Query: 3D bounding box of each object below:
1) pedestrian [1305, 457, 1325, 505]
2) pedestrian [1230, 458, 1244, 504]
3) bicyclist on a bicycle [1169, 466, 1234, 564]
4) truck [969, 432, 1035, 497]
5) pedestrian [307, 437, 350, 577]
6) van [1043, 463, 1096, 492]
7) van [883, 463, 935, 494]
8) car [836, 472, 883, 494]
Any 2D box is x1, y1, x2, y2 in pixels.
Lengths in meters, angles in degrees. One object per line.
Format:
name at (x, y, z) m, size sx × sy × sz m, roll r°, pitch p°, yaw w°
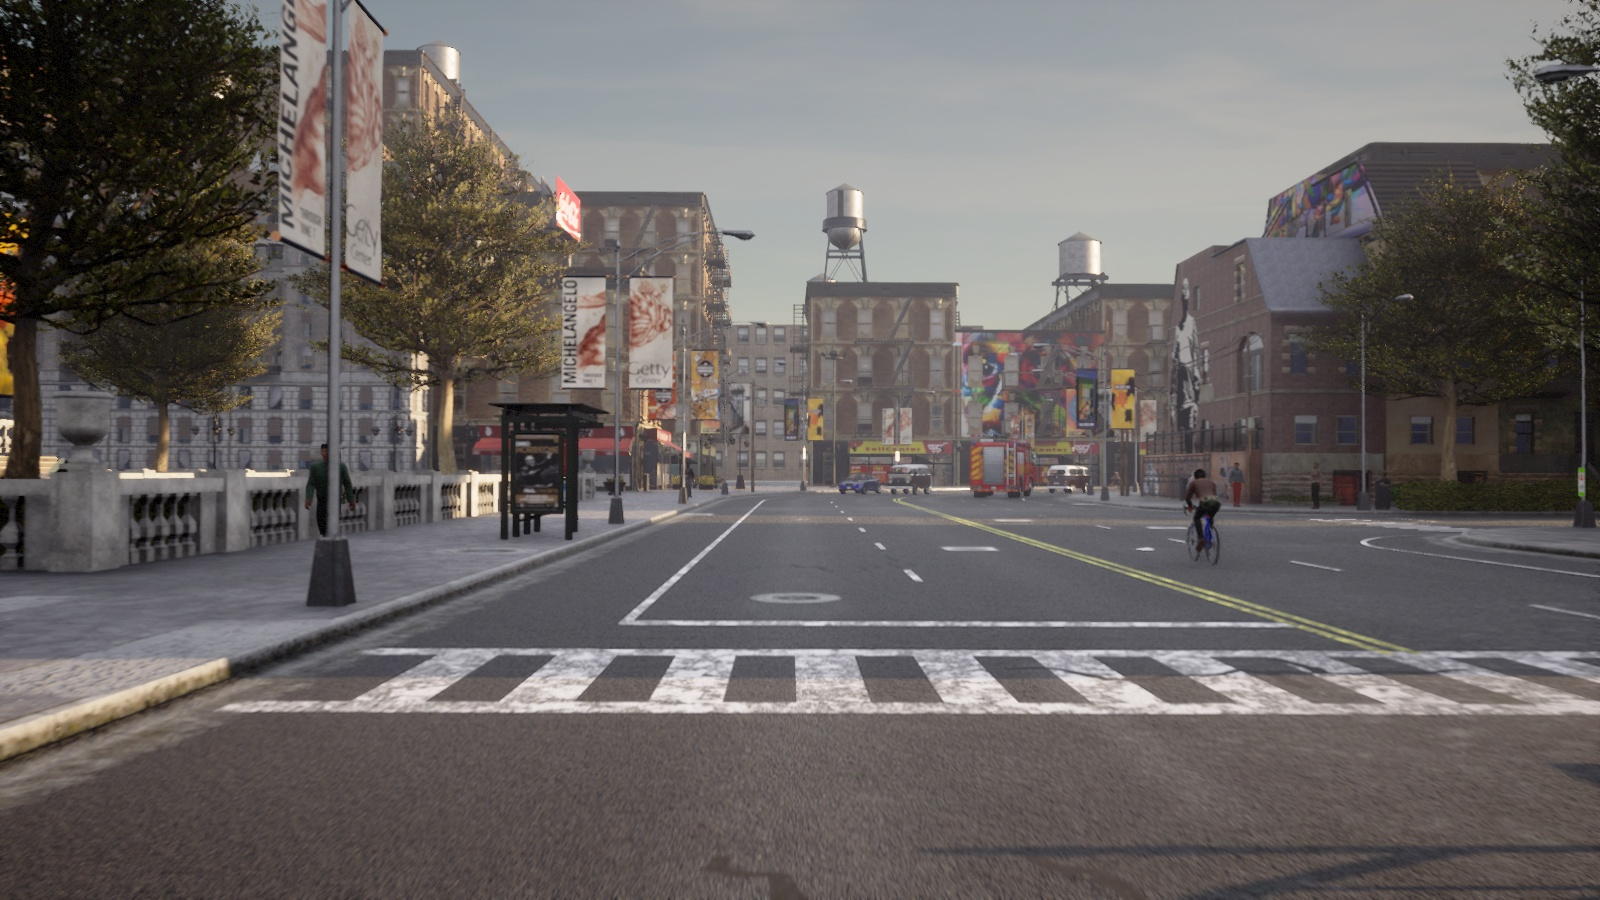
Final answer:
pedestrian at (20.001, 1.204, 48.783) m, size 0.634 × 1.846 × 0.331 m, roll 0°, pitch -1°, yaw -20°
pedestrian at (17.697, 1.249, 50.896) m, size 0.353 × 1.847 × 0.614 m, roll 0°, pitch -1°, yaw 3°
bicyclist on a bicycle at (6.947, 1.103, 21.781) m, size 0.582 × 1.620 × 1.656 m, roll 0°, pitch -1°, yaw 0°
truck at (12.764, 0.909, 78.635) m, size 2.891 × 3.827 × 8.468 m, roll -1°, pitch -1°, yaw 17°
pedestrian at (-6.712, 0.796, 17.893) m, size 0.423 × 1.949 × 0.788 m, roll 0°, pitch -1°, yaw -10°
van at (19.640, 1.980, 91.261) m, size 2.069 × 2.038 × 4.480 m, roll -1°, pitch -1°, yaw 37°
van at (7.309, 1.908, 83.966) m, size 2.069 × 2.038 × 4.480 m, roll -1°, pitch -1°, yaw 24°
car at (4.064, 2.233, 85.283) m, size 1.816 × 1.474 × 4.193 m, roll -1°, pitch -1°, yaw 24°
